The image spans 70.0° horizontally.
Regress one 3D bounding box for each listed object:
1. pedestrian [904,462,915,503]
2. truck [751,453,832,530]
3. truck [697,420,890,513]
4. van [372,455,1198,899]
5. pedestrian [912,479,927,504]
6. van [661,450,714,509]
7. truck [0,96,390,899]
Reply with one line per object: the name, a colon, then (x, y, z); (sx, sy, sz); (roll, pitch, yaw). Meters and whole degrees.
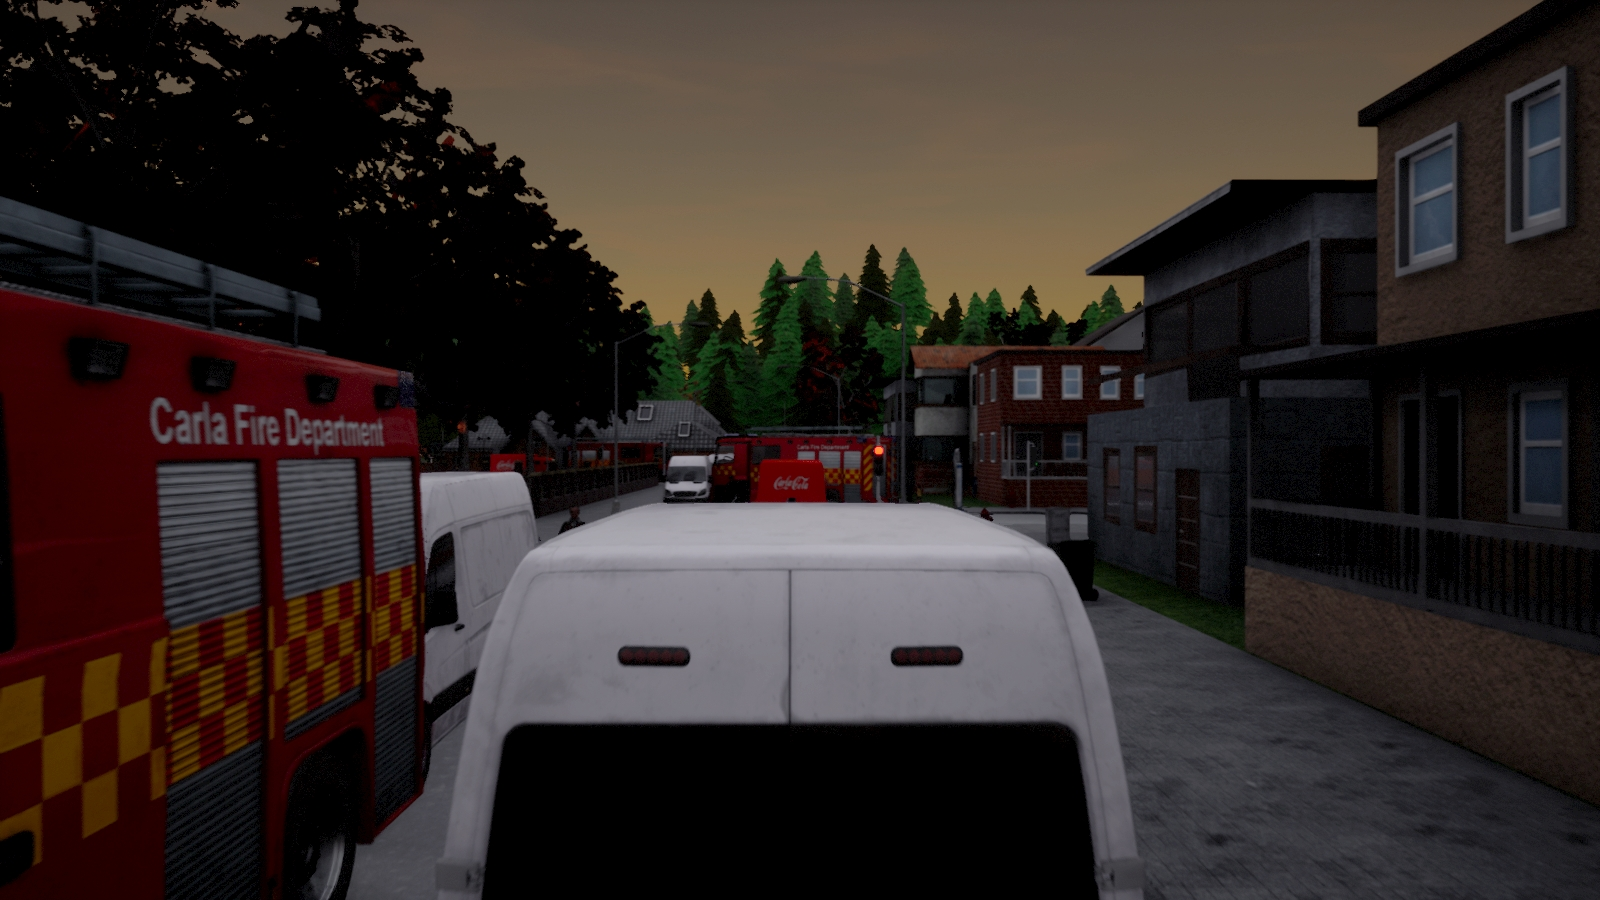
pedestrian: (5.053, 1.508, 52.747); (0.375, 1.860, 0.375); (0, 0, -27)
truck: (-0.289, 1.344, 39.732); (2.627, 2.467, 5.204); (0, 0, 0)
truck: (-0.408, 0.663, 50.702); (8.468, 3.827, 2.891); (0, 0, 35)
van: (-0.047, 1.312, 5.709); (1.988, 2.561, 5.915); (0, 0, 0)
pedestrian: (5.404, 1.889, 51.781); (0.500, 1.100, 0.500); (0, 0, 38)
van: (-5.105, 1.316, 52.728); (1.988, 2.561, 5.915); (0, -1, -1)
truck: (-4.251, 0.670, 3.670); (2.891, 3.827, 8.468); (0, 0, 0)
